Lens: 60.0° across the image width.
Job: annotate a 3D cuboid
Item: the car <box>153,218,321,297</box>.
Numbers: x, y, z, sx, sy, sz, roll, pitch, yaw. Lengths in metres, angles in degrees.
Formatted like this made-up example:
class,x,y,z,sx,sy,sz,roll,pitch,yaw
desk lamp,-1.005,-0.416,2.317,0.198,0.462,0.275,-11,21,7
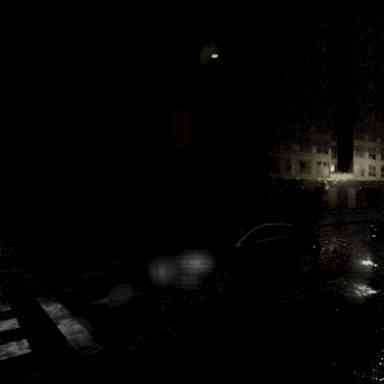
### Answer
class,x,y,z,sx,sy,sz,roll,pitch,yaw
car,1.356,1.470,8.637,4.902,1.511,2.128,0,0,-36

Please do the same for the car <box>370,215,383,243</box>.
class,x,y,z,sx,sy,sz,roll,pitch,yaw
car,9.805,1.417,14.689,5.008,1.535,1.882,0,0,-35
